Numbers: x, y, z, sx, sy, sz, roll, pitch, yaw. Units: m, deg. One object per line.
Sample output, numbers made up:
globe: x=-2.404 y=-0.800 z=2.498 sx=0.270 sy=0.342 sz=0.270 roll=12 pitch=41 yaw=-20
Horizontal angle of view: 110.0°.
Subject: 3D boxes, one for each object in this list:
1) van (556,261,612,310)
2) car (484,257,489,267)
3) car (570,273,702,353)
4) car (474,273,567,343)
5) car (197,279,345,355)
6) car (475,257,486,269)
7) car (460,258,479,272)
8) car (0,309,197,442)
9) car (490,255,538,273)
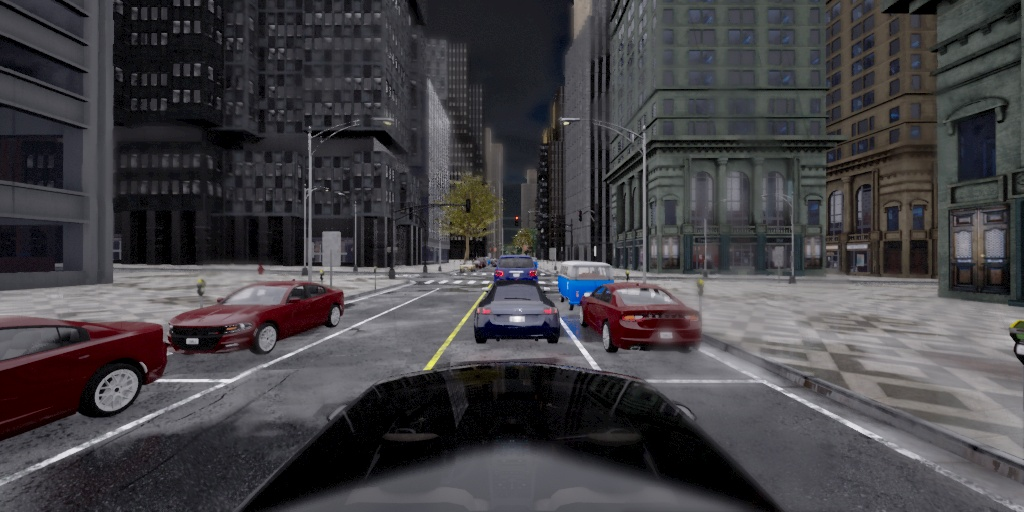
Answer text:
van: x=2.790 y=1.093 z=14.219 sx=1.690 sy=1.789 sz=3.998 roll=0 pitch=0 yaw=0
car: x=-5.697 y=1.101 z=62.683 sx=2.192 sy=1.841 sz=5.009 roll=0 pitch=0 yaw=0
car: x=2.784 y=1.296 z=8.694 sx=1.888 sy=1.381 sz=4.507 roll=0 pitch=0 yaw=0
car: x=0.110 y=1.315 z=9.653 sx=1.994 sy=1.385 sz=4.181 roll=0 pitch=0 yaw=0
car: x=-5.772 y=1.296 z=8.721 sx=1.888 sy=1.381 sz=4.507 roll=0 pitch=0 yaw=0
car: x=-5.702 y=1.326 z=57.394 sx=1.888 sy=1.381 sz=4.507 roll=0 pitch=0 yaw=0
car: x=-5.720 y=1.297 z=46.644 sx=1.751 sy=1.417 sz=4.829 roll=0 pitch=0 yaw=0
car: x=-5.776 y=1.295 z=3.196 sx=1.888 sy=1.381 sz=4.507 roll=0 pitch=0 yaw=0
car: x=0.139 y=0.975 z=19.066 sx=2.150 sy=2.045 sz=5.566 roll=0 pitch=0 yaw=-1
